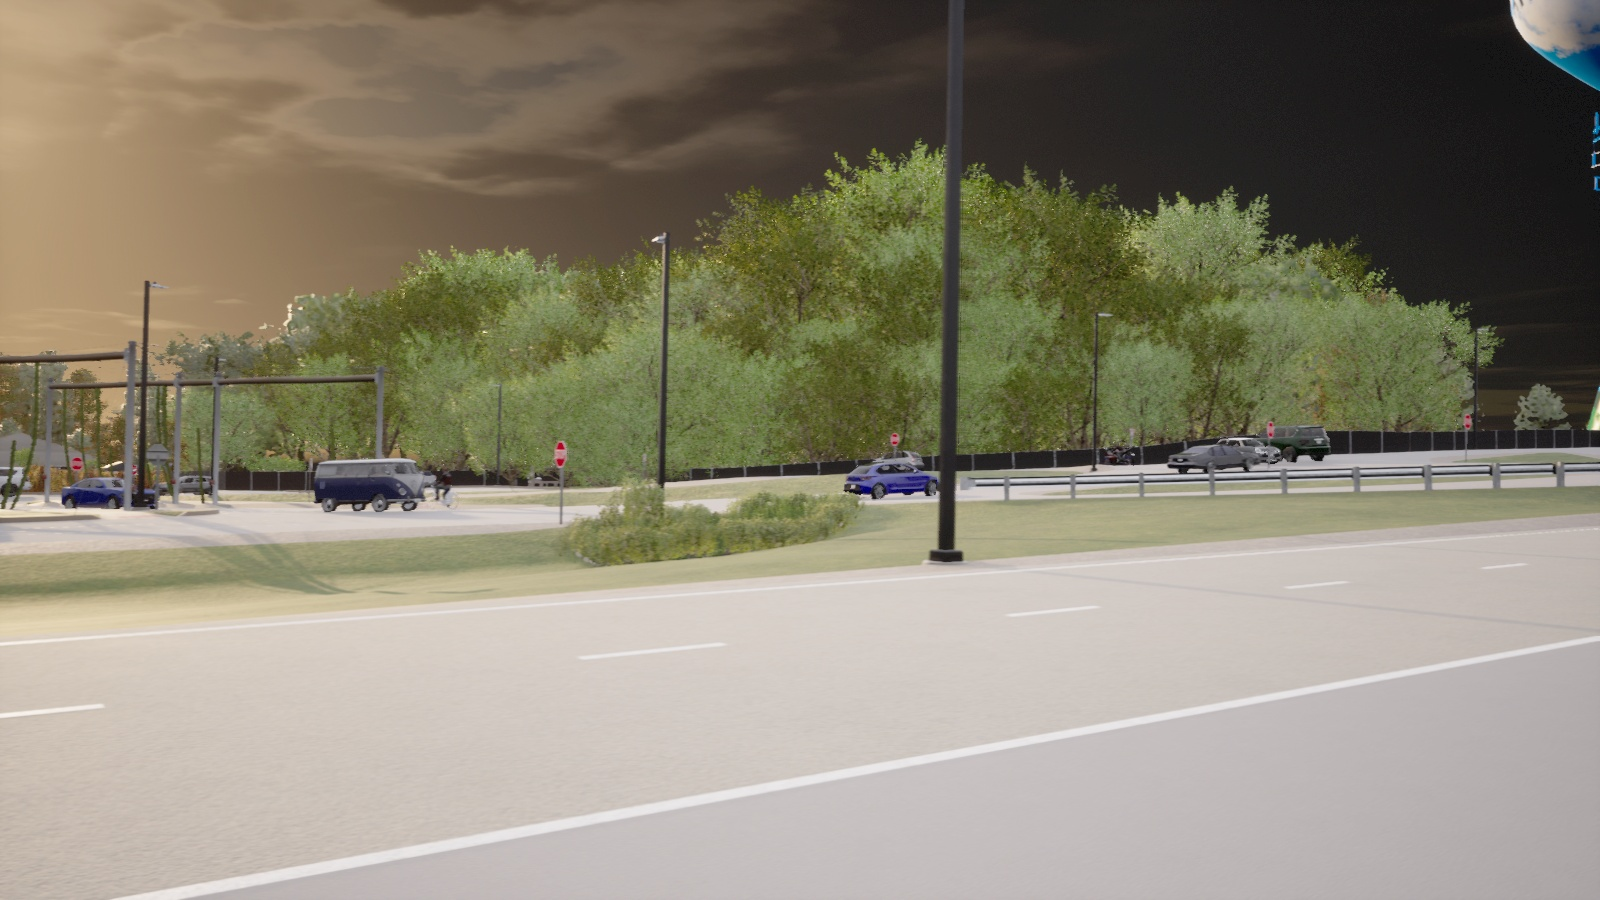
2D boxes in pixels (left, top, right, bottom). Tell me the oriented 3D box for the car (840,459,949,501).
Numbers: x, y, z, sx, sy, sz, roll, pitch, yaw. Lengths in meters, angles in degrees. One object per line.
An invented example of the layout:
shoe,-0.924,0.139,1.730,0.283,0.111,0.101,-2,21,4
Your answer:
car,3.878,1.195,51.246,4.193,1.474,1.816,-2,1,-34

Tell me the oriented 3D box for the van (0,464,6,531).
van,-25.868,1.434,36.636,4.442,1.987,1.775,-1,0,-36

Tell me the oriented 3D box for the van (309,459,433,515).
van,-16.094,1.402,47.076,4.442,1.987,1.775,-2,-2,26

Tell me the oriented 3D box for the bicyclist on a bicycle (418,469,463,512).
bicyclist on a bicycle,-15.047,1.689,52.555,1.843,1.776,0.659,-2,-3,27

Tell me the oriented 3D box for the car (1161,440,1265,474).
car,20.647,0.325,62.648,5.357,1.411,2.033,-4,2,-34

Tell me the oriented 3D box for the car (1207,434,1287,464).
car,24.329,-0.062,68.442,1.970,1.475,3.806,-3,1,-24

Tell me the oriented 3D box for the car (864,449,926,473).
car,6.872,0.816,90.804,3.988,1.617,1.851,-3,-2,32

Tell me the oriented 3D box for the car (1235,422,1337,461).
car,27.292,-0.474,70.763,2.150,2.045,5.566,-3,1,-21

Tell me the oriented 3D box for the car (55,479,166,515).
car,-30.366,2.078,55.296,5.008,1.535,1.882,-2,-2,29

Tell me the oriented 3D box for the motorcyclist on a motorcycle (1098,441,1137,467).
motorcyclist on a motorcycle,20.118,0.279,79.669,2.191,1.530,0.866,-4,-4,44
